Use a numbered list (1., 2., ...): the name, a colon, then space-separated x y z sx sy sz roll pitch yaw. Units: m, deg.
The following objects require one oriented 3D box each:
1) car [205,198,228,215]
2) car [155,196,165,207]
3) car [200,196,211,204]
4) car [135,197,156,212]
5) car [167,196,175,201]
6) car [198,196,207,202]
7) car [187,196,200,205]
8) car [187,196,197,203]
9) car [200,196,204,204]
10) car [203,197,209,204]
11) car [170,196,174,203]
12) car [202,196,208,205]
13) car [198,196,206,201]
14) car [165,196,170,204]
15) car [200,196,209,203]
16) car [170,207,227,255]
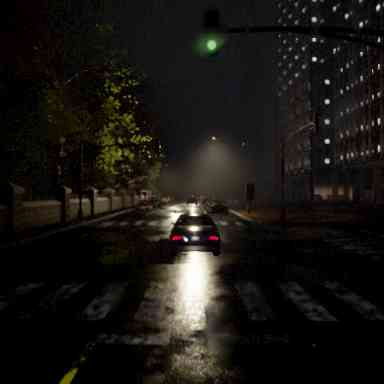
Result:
1. car: 2.694 1.622 34.053 1.947 1.339 4.313 0 0 0
2. car: -5.684 1.530 50.952 1.967 1.590 4.097 0 0 0
3. car: 2.698 1.572 67.848 1.967 1.590 4.097 0 0 0
4. car: -5.685 1.648 39.686 1.802 1.307 4.206 0 0 0
5. car: -5.681 1.740 90.377 1.887 1.381 4.507 0 0 0
6. car: 2.699 1.730 84.744 2.008 1.369 4.403 0 0 0
7. car: 0.005 1.592 60.923 1.882 1.535 5.008 0 0 0
8. car: 0.006 1.556 71.339 2.033 1.411 5.357 0 0 0
9. car: 2.697 1.662 62.216 1.887 1.381 4.507 0 0 0
10. car: 2.695 1.632 39.685 1.947 1.339 4.313 0 0 0
11. car: -5.682 1.587 73.480 1.967 1.590 4.097 0 0 0
12. car: 2.695 1.644 45.318 1.947 1.339 4.313 0 0 0
13. car: 2.699 1.778 90.376 1.802 1.307 4.206 0 0 0
14. car: -5.683 1.642 62.047 1.752 1.417 4.829 0 0 0
15. car: 2.699 1.587 73.479 1.967 1.590 4.097 0 0 0
16. car: 0.103 1.567 13.394 2.033 1.411 5.357 0 0 0
